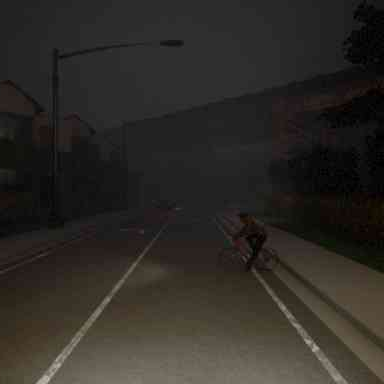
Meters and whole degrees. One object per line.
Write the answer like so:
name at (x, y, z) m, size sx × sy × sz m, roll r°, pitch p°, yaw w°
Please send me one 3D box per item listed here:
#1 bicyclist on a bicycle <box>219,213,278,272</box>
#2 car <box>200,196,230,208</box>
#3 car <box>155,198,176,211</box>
bicyclist on a bicycle at (1.567, 1.402, 9.199) m, size 1.656 × 1.620 × 0.582 m, roll 0°, pitch 0°, yaw 0°
car at (3.369, 1.288, 47.846) m, size 4.553 × 1.767 × 2.097 m, roll 0°, pitch 0°, yaw -40°
car at (-3.114, 1.473, 39.196) m, size 1.812 × 1.442 × 4.674 m, roll 0°, pitch 0°, yaw 4°
